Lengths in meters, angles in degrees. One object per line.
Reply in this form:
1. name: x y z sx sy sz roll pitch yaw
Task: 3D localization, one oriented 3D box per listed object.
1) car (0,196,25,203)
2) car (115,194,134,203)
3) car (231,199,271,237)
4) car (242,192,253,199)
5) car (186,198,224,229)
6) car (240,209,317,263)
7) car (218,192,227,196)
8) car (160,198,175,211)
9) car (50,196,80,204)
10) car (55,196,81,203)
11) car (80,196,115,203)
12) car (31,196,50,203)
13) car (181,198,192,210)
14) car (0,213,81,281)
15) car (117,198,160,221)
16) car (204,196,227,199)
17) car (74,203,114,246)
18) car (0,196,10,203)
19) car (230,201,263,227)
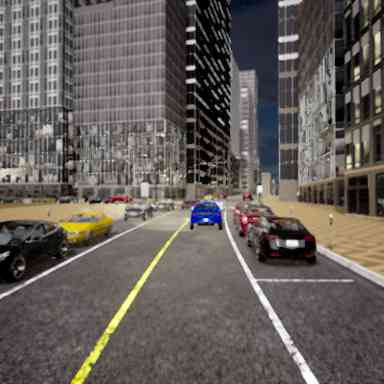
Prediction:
1. car: -31.376 1.412 58.105 4.403 1.369 2.008 0 -1 15
2. car: -13.118 1.219 61.254 5.009 1.841 2.192 0 -1 15
3. car: 3.285 1.354 17.367 1.967 1.590 4.097 1 0 4
4. car: 12.645 1.026 75.823 2.192 1.841 5.009 1 0 15
5. car: 0.947 1.375 20.889 1.882 1.535 5.008 0 0 4
6. car: 2.988 1.507 11.688 1.947 1.339 4.313 1 0 3
7. car: 8.216 1.035 89.676 2.192 1.841 5.009 1 0 16
8. car: -2.963 1.384 36.941 2.008 1.369 4.403 1 0 7
9. car: -20.594 1.367 55.136 4.403 1.369 2.008 0 -1 15
10. car: -23.905 1.500 64.221 4.403 1.369 2.008 0 -1 15
11. car: -15.202 1.360 53.652 4.313 1.339 1.947 0 -1 15
12. car: -29.463 1.498 65.751 4.829 1.417 1.752 0 -1 15
13. car: -0.078 1.386 39.243 1.994 1.385 4.181 0 0 7
14. car: -5.111 1.515 9.763 1.947 1.339 4.313 1 0 2
15. car: -4.100 1.427 26.185 2.008 1.369 4.403 1 0 5
16. car: 2.699 1.422 38.294 1.895 1.301 4.718 0 0 7
17. car: -4.876 1.450 15.086 1.752 1.417 4.829 1 0 3
18. car: -40.087 1.568 68.676 4.403 1.369 2.008 0 -1 15
19. car: 3.678 1.430 22.996 1.887 1.381 4.507 1 0 5
